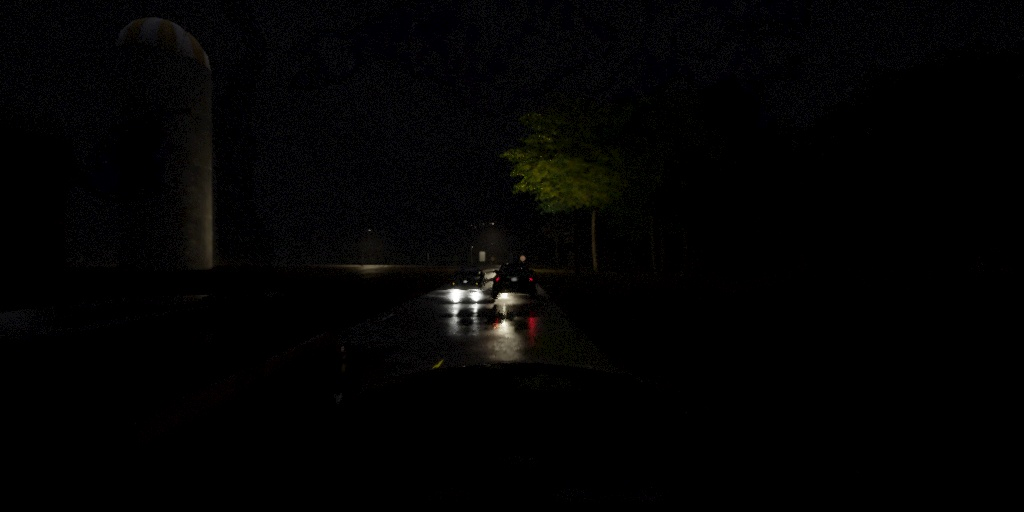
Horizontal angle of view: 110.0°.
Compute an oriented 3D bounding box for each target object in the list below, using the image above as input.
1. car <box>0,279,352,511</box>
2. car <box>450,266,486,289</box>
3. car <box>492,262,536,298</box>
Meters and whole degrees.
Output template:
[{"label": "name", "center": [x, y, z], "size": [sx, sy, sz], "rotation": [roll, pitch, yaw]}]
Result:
[{"label": "car", "center": [-2.813, 1.103, 2.023], "size": [2.097, 1.767, 4.553], "rotation": [0, 0, 0]}, {"label": "car", "center": [-2.838, 1.363, 23.744], "size": [1.994, 1.385, 4.181], "rotation": [0, 0, 0]}, {"label": "car", "center": [0.107, 1.136, 18.970], "size": [2.097, 1.767, 4.553], "rotation": [0, 0, 0]}]
